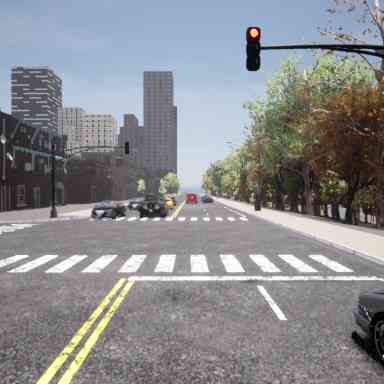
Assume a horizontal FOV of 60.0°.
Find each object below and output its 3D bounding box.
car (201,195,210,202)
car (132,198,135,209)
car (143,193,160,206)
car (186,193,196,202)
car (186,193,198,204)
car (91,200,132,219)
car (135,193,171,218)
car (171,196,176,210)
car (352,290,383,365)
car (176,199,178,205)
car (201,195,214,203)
[{"bbox_3d":[3.101,1.447,75.901,1.882,1.535,5.008,0,0,0],"label":"car"},{"bbox_3d":[-6.676,1.478,41.405,2.128,1.511,4.902,0,0,0],"label":"car"},{"bbox_3d":[-6.698,1.198,55.582,2.150,2.045,5.566,0,0,0],"label":"car"},{"bbox_3d":[-0.150,1.195,75.712,2.150,2.045,5.566,0,0,0],"label":"car"},{"bbox_3d":[-0.032,1.197,65.176,2.150,2.045,5.566,0,0,0],"label":"car"},{"bbox_3d":[-7.054,1.484,28.603,2.128,1.511,4.902,0,0,5],"label":"car"},{"bbox_3d":[-3.418,1.212,30.345,2.150,2.045,5.566,0,0,0],"label":"car"},{"bbox_3d":[-3.427,1.463,42.215,1.882,1.535,5.008,0,0,0],"label":"car"},{"bbox_3d":[3.345,1.547,2.555,2.033,1.411,5.357,0,0,0],"label":"car"},{"bbox_3d":[-3.446,1.486,54.871,1.837,1.490,4.892,0,0,0],"label":"car"},{"bbox_3d":[3.222,1.539,65.873,1.994,1.385,4.181,0,0,0],"label":"car"}]
